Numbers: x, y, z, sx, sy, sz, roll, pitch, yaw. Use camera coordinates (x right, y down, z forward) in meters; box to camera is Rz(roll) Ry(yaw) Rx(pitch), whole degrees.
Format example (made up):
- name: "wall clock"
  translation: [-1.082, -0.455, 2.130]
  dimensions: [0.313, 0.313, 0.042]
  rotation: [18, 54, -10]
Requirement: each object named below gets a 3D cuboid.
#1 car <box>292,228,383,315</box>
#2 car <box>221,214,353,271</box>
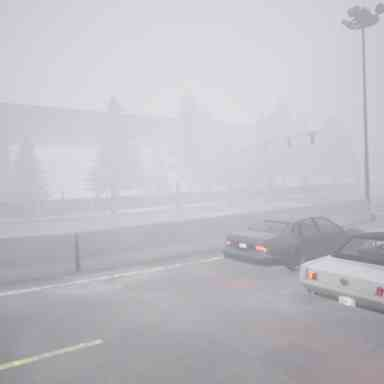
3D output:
- name: "car"
  translation: [4.446, 1.511, 6.950]
  dimensions: [4.718, 1.301, 1.895]
  rotation: [-2, 1, -35]
- name: "car"
  translation: [3.418, 1.419, 10.519]
  dimensions: [5.357, 1.411, 2.033]
  rotation: [-2, 1, -36]
